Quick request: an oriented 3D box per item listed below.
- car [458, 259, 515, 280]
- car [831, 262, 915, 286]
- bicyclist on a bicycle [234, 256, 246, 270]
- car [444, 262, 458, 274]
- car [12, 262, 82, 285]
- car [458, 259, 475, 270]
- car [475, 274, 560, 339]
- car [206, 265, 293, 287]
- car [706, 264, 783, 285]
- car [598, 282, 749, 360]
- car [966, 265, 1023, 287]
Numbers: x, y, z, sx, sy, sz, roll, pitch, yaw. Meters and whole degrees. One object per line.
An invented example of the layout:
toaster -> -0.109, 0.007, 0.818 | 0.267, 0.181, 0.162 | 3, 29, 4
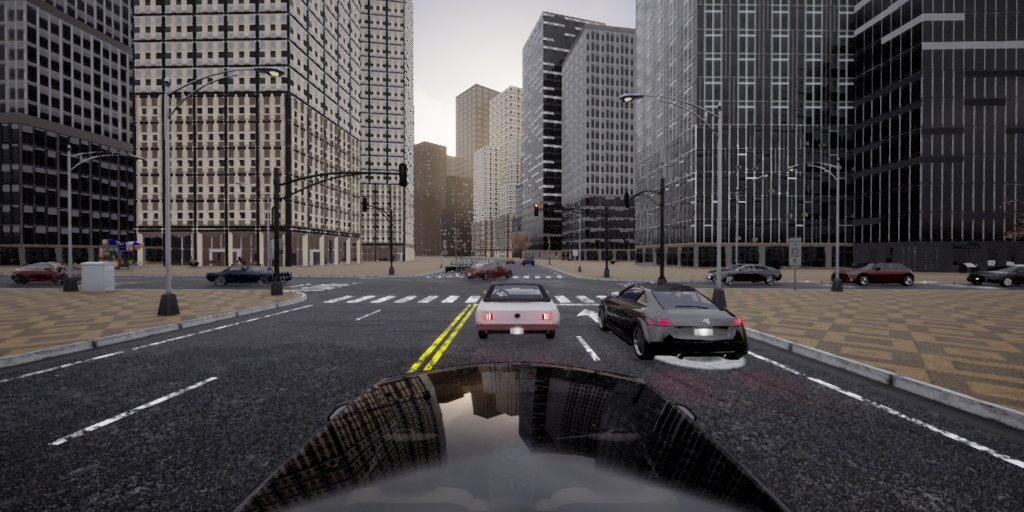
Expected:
car -> -1.912, 1.237, 29.504 | 1.812, 1.442, 4.674 | 1, 0, 38
car -> 25.959, 1.199, 25.952 | 4.553, 1.767, 2.097 | 0, 0, 1
bicyclist on a bicycle -> -24.630, 0.866, 32.560 | 0.582, 1.620, 1.656 | 0, 1, 2
car -> -6.502, 1.313, 41.346 | 1.895, 1.301, 4.718 | 0, 0, 0
car -> -30.387, 1.138, 23.981 | 4.674, 1.442, 1.812 | 0, 0, 2
car -> -6.473, 1.196, 51.697 | 1.837, 1.490, 4.892 | 0, 0, 0
car -> 0.120, 1.347, 10.055 | 1.895, 1.301, 4.718 | 0, 0, 0
car -> -17.088, 1.277, 23.533 | 4.718, 1.301, 1.895 | 0, 0, 4
car -> 16.877, 1.297, 26.169 | 4.902, 1.511, 2.128 | 0, 0, 1
car -> 3.372, 1.311, 8.335 | 1.994, 1.385, 4.181 | 0, 0, 0
car -> 35.860, 1.396, 25.715 | 4.892, 1.490, 1.837 | 0, 0, 1
